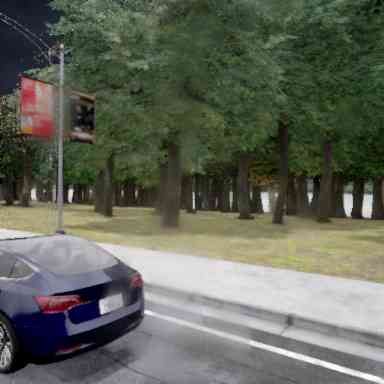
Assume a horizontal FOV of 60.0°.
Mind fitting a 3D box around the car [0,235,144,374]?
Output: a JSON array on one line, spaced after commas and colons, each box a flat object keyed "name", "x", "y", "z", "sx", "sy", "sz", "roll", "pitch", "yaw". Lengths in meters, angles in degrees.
[{"name": "car", "x": -2.945, "y": 1.473, "z": 5.658, "sx": 4.792, "sy": 1.488, "sz": 2.163, "roll": 0, "pitch": 0, "yaw": 35}]
